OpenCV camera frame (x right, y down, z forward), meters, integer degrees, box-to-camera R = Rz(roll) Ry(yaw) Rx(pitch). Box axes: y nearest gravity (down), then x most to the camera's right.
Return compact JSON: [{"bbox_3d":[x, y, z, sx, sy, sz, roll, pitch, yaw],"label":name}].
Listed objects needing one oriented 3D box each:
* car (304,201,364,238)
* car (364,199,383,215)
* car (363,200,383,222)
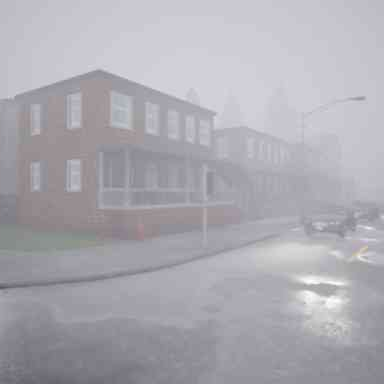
[{"bbox_3d":[7.470,1.456,17.766,2.128,1.511,4.902,1,0,36],"label":"car"},{"bbox_3d":[19.419,1.512,34.424,2.033,1.411,5.357,1,0,36],"label":"car"},{"bbox_3d":[13.368,1.456,26.001,2.128,1.511,4.902,1,0,36],"label":"car"}]
